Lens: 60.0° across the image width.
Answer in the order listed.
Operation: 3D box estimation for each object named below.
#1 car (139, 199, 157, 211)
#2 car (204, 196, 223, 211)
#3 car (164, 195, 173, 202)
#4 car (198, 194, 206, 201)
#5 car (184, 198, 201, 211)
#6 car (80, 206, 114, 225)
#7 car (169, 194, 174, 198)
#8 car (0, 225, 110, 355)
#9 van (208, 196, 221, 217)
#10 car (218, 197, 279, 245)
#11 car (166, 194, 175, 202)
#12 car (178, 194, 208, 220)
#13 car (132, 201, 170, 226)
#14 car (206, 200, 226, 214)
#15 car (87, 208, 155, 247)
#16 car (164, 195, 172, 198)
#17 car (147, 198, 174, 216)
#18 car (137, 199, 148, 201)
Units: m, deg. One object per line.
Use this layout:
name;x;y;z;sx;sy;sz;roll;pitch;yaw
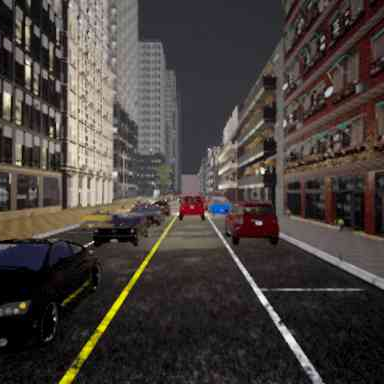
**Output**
car;-5.689;1.628;43.357;1.752;1.417;4.829;0;0;0
car;2.691;1.419;43.527;2.192;1.841;5.009;0;0;0
car;-5.686;1.652;82.383;1.967;1.590;4.097;0;0;0
car;2.696;1.561;93.486;2.192;1.841;5.009;0;0;0
car;0.057;1.598;44.269;2.128;1.511;4.902;0;0;0
car;-5.690;1.573;21.153;1.752;1.417;4.829;0;0;0
car;-5.686;1.778;76.832;1.802;1.307;4.206;0;0;0
car;-3.095;1.578;6.152;1.994;1.385;4.181;0;0;0
van;2.691;1.417;32.426;1.690;1.788;3.998;0;0;0
car;2.689;1.351;15.773;2.192;1.841;5.009;0;0;0
car;-5.685;1.544;87.935;2.192;1.841;5.009;0;0;0
car;0.008;1.289;28.646;2.150;2.045;5.566;0;0;0
car;-2.998;1.604;24.172;2.033;1.411;5.357;0;0;0
car;2.692;1.640;37.976;2.008;1.369;4.403;0;0;0
car;-3.085;1.636;15.410;1.895;1.301;4.718;0;0;0
car;-5.687;1.715;65.730;2.008;1.369;4.403;0;0;0
car;-2.997;1.601;32.372;1.812;1.442;4.674;0;0;0
car;-5.689;1.529;37.976;1.967;1.590;4.097;0;0;0
